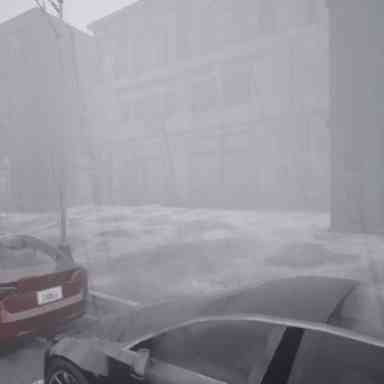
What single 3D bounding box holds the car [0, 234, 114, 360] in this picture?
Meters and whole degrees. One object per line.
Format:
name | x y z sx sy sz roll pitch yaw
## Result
car | -3.930 1.507 6.046 4.792 1.488 2.163 0 0 35
